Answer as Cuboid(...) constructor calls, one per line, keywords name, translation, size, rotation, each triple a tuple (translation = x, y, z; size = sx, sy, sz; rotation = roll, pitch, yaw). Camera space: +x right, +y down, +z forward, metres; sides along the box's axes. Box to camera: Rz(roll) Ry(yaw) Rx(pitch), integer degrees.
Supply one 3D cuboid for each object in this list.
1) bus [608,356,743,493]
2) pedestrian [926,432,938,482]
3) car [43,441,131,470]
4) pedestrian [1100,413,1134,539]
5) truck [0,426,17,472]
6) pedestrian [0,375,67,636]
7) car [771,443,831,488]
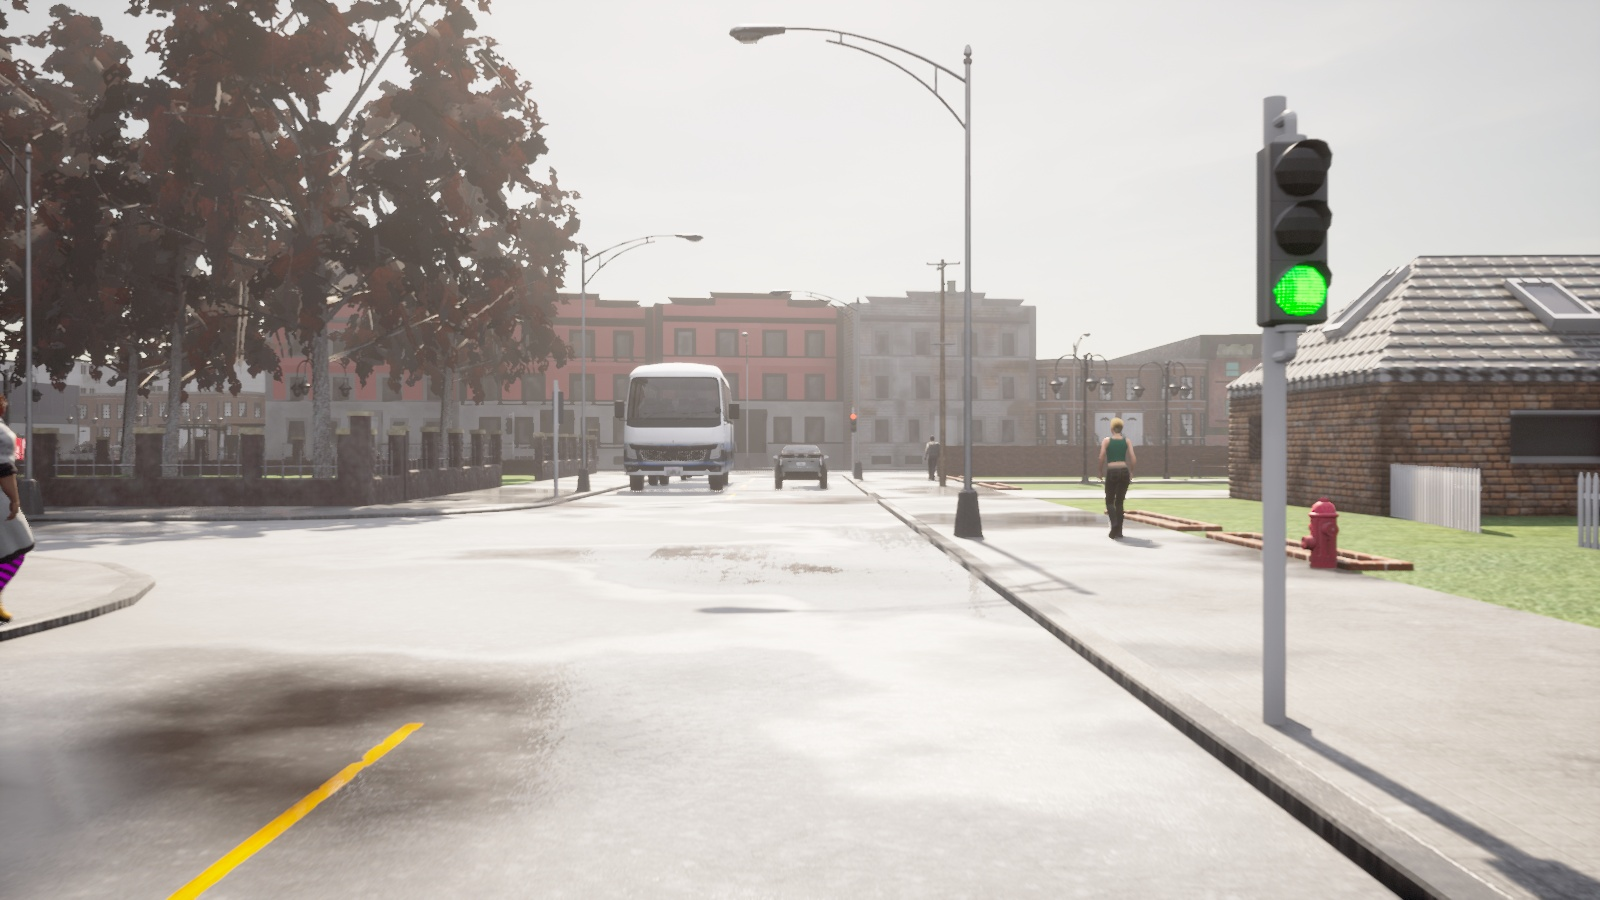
Cuboid(name="bus", translation=(-4.105, -0.813, 44.264), size=(3.944, 4.253, 10.273), rotation=(0, 0, -1))
Cuboid(name="pedestrian", translation=(5.152, 0.261, 49.072), size=(0.423, 1.949, 0.788), rotation=(0, 0, 2))
Cuboid(name="car", translation=(-40.690, 0.322, 71.734), size=(3.988, 1.617, 1.851), rotation=(0, 0, 0))
Cuboid(name="pedestrian", translation=(4.718, 0.382, 18.698), size=(0.345, 1.836, 0.594), rotation=(0, 0, -2))
Cuboid(name="truck", translation=(-45.649, -0.051, 67.732), size=(5.204, 2.467, 2.627), rotation=(0, 0, 0))
Cuboid(name="pedestrian", translation=(-6.255, 0.412, 9.644), size=(0.659, 1.952, 0.873), rotation=(0, 0, 14))
Cuboid(name="car", translation=(0.041, 0.514, 44.351), size=(2.007, 1.525, 4.514), rotation=(0, 0, 0))
